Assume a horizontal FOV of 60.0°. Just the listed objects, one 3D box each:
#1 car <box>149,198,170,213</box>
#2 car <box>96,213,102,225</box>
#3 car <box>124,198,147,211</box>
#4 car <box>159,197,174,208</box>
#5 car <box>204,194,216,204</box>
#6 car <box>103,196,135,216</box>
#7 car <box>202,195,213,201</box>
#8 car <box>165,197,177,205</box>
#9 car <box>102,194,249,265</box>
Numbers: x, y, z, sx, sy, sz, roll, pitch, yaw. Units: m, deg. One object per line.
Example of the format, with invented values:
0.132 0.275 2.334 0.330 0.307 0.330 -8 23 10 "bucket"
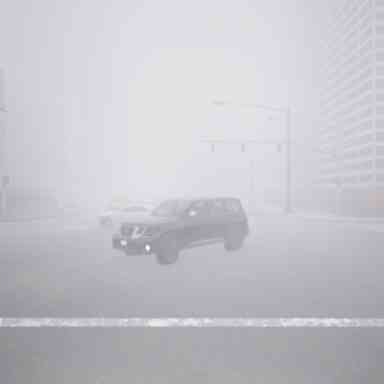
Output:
-3.618 1.487 37.981 1.837 1.490 4.892 0 0 0 "car"
-3.679 1.516 21.172 4.674 1.442 1.812 0 0 0 "car"
-7.131 1.528 42.590 2.033 1.411 5.357 0 0 0 "car"
-3.622 1.503 48.224 1.812 1.442 4.674 0 0 1 "car"
3.438 1.322 64.798 2.097 1.767 4.553 0 0 0 "car"
-7.155 1.337 33.114 2.097 1.767 4.553 0 0 1 "car"
3.428 1.335 74.696 2.033 1.411 5.357 0 0 0 "car"
-3.630 1.537 58.383 1.994 1.385 4.181 0 0 0 "car"
-0.161 1.216 12.223 5.566 2.045 2.150 0 -1 -45 "car"
